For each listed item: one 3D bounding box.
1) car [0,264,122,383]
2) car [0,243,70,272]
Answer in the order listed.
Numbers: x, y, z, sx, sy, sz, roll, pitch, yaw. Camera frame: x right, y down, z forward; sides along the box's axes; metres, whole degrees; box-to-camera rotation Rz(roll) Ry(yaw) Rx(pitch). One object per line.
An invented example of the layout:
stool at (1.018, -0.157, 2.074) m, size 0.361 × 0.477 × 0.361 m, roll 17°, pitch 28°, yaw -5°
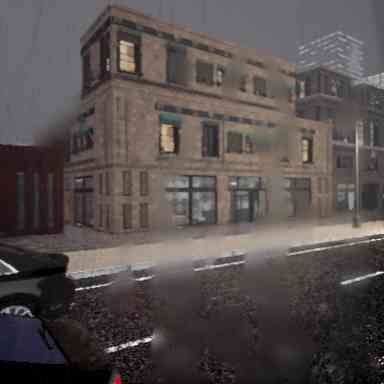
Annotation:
car at (-2.498, 1.562, 1.904) m, size 4.181 × 1.385 × 1.994 m, roll 0°, pitch 0°, yaw -35°
car at (-4.204, 1.504, 4.678) m, size 4.892 × 1.490 × 1.837 m, roll 0°, pitch 0°, yaw -35°
